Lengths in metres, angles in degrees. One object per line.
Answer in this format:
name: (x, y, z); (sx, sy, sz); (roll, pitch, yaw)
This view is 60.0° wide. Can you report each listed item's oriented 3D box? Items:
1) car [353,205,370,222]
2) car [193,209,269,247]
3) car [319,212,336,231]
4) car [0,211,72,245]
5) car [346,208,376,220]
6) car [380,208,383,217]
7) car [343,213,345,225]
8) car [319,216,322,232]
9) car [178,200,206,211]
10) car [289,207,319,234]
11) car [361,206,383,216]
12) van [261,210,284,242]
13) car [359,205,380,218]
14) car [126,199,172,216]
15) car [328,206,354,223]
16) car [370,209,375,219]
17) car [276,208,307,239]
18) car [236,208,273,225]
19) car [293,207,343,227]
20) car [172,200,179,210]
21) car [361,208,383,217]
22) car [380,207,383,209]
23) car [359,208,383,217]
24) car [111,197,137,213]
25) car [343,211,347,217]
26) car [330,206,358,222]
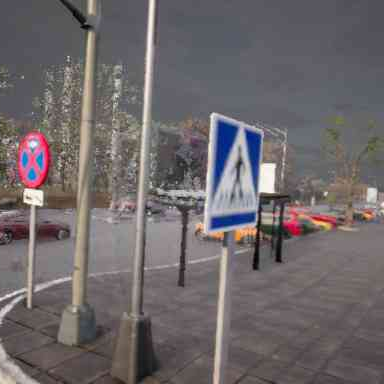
car: (23.649, 3.412, 51.499); (5.566, 2.045, 2.435); (6, 1, 16)
car: (2.508, 2.471, 22.282); (4.553, 1.767, 2.185); (6, 2, 16)
car: (11.551, 3.048, 34.383); (5.366, 1.575, 1.946); (6, 2, 16)
car: (-8.238, 1.683, 16.434); (1.812, 1.442, 4.674); (4, -1, 38)
car: (32.287, 4.201, 63.707); (4.792, 1.488, 2.163); (6, 2, 16)
car: (35.801, 4.392, 68.587); (5.008, 1.535, 2.097); (6, 1, 16)
car: (14.896, 3.236, 39.307); (4.792, 1.488, 2.163); (6, 1, 16)
car: (9.612, 2.987, 32.000); (4.674, 1.452, 2.002); (6, 2, 16)
car: (1.137, 1.731, 43.897); (2.150, 2.045, 5.566); (5, 2, 36)
car: (7.910, 2.614, 29.544); (5.566, 2.045, 2.435); (6, 2, 16)
car: (44.585, 4.642, 80.774); (5.566, 2.045, 2.435); (6, 2, 16)
van: (4.227, 2.452, 24.716); (4.442, 1.987, 1.878); (6, 2, 16)
car: (30.569, 3.815, 61.258); (5.566, 2.045, 2.435); (6, 2, 16)
car: (-4.550, 1.800, 36.073); (1.994, 1.385, 4.181); (6, 2, 36)
car: (18.402, 3.258, 44.171); (4.553, 1.767, 2.185); (6, 2, 16)
car: (27.265, 3.874, 56.338); (5.366, 1.575, 1.946); (6, 1, 16)
car: (6.087, 2.522, 27.117); (5.566, 2.045, 2.435); (6, 2, 16)
car: (7.047, 2.633, 37.082); (2.128, 1.511, 4.902); (5, 2, 36)
car: (13.173, 2.871, 36.858); (5.566, 2.045, 2.435); (6, 2, 16)
car: (-1.574, 1.833, 45.269); (1.994, 1.385, 4.181); (6, 2, 37)
car: (42.816, 4.830, 78.344); (4.792, 1.488, 2.163); (6, 1, 16)
car: (39.337, 4.481, 73.449); (4.553, 1.767, 2.185); (6, 2, 16)
car: (41.037, 4.746, 75.899); (4.674, 1.452, 2.002); (6, 2, 16)
car: (-6.983, 1.354, 37.786); (2.097, 1.767, 4.553); (6, 2, 36)
car: (16.620, 3.293, 41.742); (4.892, 1.521, 2.231); (6, 2, 16)
car: (20.088, 3.342, 46.635); (4.553, 1.767, 2.185); (6, 1, 16)
